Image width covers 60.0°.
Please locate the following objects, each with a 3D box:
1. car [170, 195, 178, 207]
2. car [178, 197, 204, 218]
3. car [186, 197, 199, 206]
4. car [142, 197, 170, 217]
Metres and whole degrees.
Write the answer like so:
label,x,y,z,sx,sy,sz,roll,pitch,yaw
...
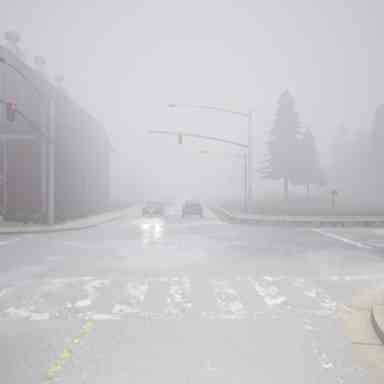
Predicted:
label,x,y,z,sx,sy,sz,roll,pitch,yaw
car,-3.553,1.489,50.078,1.837,1.490,4.892,0,0,0
car,0.024,1.483,30.452,2.128,1.511,4.902,0,0,0
car,0.044,1.530,55.918,2.033,1.411,5.357,0,0,0
car,-3.575,1.482,31.524,2.128,1.511,4.902,0,0,0
